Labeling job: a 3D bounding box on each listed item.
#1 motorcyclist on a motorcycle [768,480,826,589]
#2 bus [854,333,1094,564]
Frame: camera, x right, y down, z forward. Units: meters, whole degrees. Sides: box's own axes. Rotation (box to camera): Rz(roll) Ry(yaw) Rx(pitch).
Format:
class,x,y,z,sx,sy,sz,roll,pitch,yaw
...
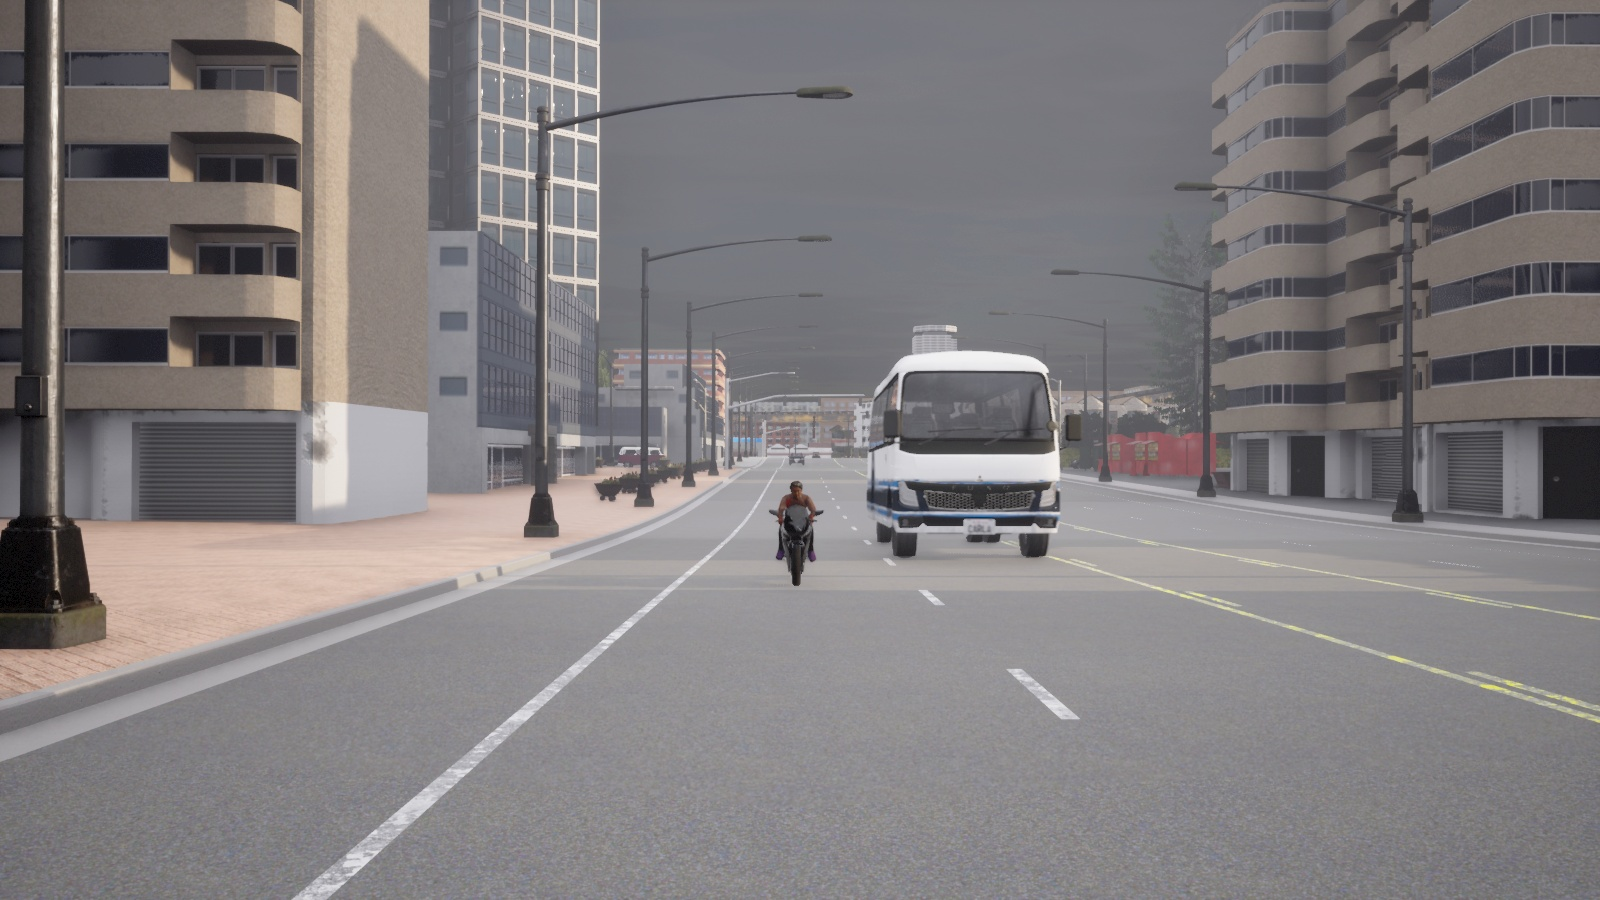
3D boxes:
class,x,y,z,sx,sy,sz,roll,pitch,yaw
motorcyclist on a motorcycle,-0.044,1.213,18.620,0.797,1.523,2.044,0,-1,0
bus,3.426,0.081,28.336,3.944,4.253,10.273,0,-1,0
